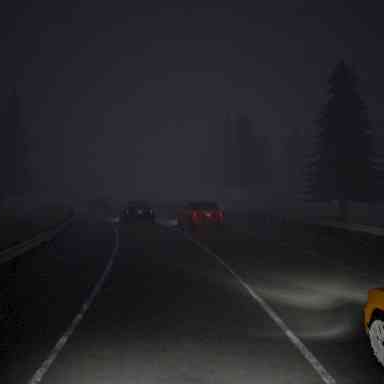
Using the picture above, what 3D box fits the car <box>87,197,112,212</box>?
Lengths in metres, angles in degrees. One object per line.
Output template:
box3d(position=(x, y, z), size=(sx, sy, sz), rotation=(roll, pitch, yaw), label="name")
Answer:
box3d(position=(-11.209, 1.375, 40.048), size=(2.097, 1.767, 4.553), rotation=(0, 0, -29), label="car")

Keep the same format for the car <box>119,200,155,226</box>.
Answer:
box3d(position=(-4.025, 1.356, 23.880), size=(2.097, 1.767, 4.553), rotation=(0, 0, -17), label="car")

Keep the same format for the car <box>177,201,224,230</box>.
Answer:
box3d(position=(0.416, 1.342, 21.205), size=(2.097, 1.767, 4.553), rotation=(0, 0, -15), label="car")

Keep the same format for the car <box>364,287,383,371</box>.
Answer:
box3d(position=(3.343, 1.465, 2.559), size=(1.882, 1.535, 5.008), rotation=(0, 0, -2), label="car")
